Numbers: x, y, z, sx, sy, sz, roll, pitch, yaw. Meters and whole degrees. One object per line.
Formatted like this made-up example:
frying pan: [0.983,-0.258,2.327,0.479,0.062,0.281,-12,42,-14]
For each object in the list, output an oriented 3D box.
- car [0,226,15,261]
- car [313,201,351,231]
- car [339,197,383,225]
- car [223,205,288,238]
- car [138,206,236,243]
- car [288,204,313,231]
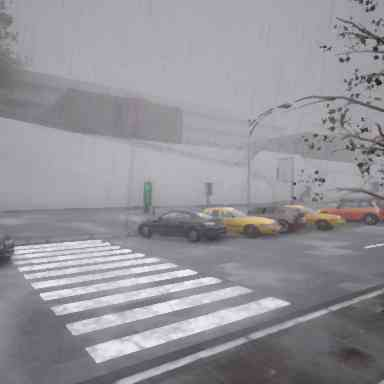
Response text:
car: [-7.832,1.493,11.060,4.892,1.521,2.231,-1,-1,34]
car: [6.899,1.533,21.328,5.366,1.575,1.946,-1,-1,35]
car: [11.627,1.431,24.876,4.553,1.767,2.185,-1,-1,34]
car: [2.039,1.508,17.867,5.366,1.575,1.946,-1,-1,35]
car: [-0.542,1.545,16.236,4.674,1.452,2.002,-1,-1,35]
car: [4.289,1.555,19.714,4.792,1.488,2.163,-1,-1,35]
